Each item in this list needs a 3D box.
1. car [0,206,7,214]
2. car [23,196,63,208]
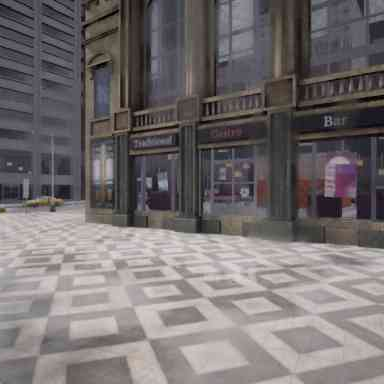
[{"bbox_3d":[-18.097,1.342,27.718,1.752,1.417,4.829,1,2,36],"label":"car"},{"bbox_3d":[-18.577,1.145,41.619,1.752,1.417,4.829,1,2,36],"label":"car"}]
